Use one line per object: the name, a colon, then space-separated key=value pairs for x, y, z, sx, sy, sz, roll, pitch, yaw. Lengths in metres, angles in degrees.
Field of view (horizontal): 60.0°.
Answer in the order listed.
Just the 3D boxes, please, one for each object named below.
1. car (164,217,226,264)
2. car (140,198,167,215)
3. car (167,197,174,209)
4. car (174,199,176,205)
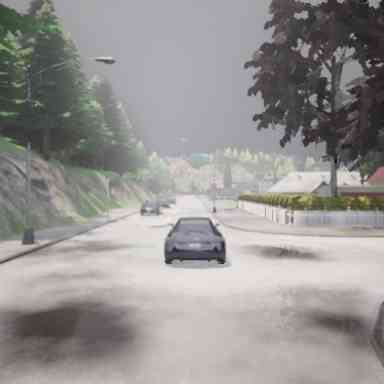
car: x=0.097 y=1.582 z=11.990 sx=1.994 sy=1.385 sz=4.181 roll=0 pitch=0 yaw=0
car: x=-4.092 y=1.543 z=33.980 sx=2.128 sy=1.511 sz=4.902 roll=0 pitch=0 yaw=0
car: x=-4.070 y=1.620 z=47.761 sx=2.033 sy=1.411 sz=5.357 roll=0 pitch=0 yaw=0
car: x=-4.018 y=1.658 z=62.474 sx=1.994 sy=1.385 sz=4.181 roll=0 pitch=0 yaw=0
